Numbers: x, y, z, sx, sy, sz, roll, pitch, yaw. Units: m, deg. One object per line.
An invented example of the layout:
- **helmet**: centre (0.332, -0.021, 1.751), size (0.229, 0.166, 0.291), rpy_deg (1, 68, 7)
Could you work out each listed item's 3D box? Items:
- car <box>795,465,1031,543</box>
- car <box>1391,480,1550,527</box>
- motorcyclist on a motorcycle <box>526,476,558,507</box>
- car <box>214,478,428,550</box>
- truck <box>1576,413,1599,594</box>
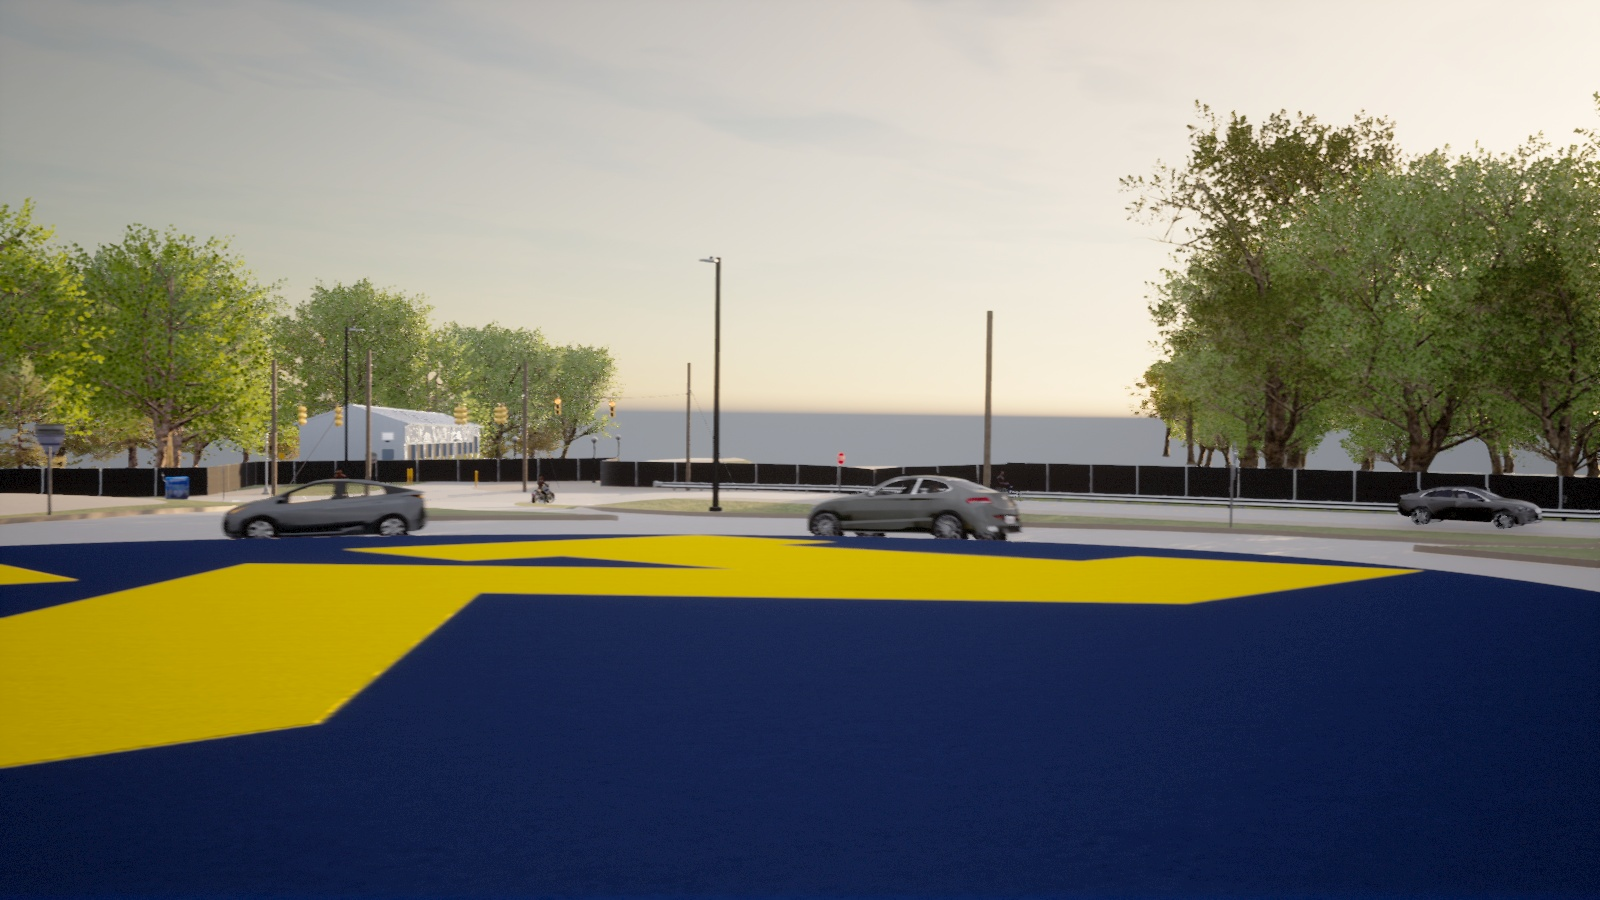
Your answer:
- **car**: centre (2.551, 1.250, 29.065), size (5.027, 1.651, 2.152), rpy_deg (-1, -4, 36)
- **car**: centre (25.343, 1.994, 47.602), size (2.128, 1.511, 4.902), rpy_deg (-1, 1, -45)
- **motorcyclist on a motorcycle**: centre (-14.787, 2.365, 72.066), size (0.766, 1.649, 2.350), rpy_deg (1, 1, 17)
- **car**: centre (-11.091, 1.449, 29.291), size (4.514, 1.525, 2.007), rpy_deg (0, -2, -20)
- **truck**: centre (12.217, 0.660, 14.974), size (2.627, 2.467, 5.204), rpy_deg (4, -4, 0)
